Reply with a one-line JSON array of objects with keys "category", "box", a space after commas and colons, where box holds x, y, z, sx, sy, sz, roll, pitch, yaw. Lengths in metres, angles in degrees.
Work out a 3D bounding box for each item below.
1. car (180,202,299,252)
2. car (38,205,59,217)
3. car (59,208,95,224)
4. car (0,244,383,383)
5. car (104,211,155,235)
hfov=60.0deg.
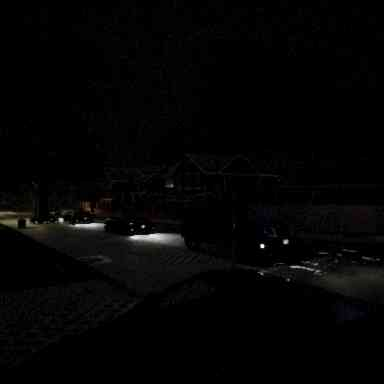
[{"category": "car", "box": [1.658, 1.436, 13.801, 2.150, 2.045, 5.566, 0, -1, -35]}, {"category": "car", "box": [-17.371, 2.336, 40.493, 2.128, 1.511, 4.902, 0, -1, -35]}, {"category": "car", "box": [-10.524, 2.197, 30.844, 1.994, 1.385, 4.181, 0, -1, -36]}, {"category": "car", "box": [0.382, 1.561, 3.232, 4.181, 1.385, 1.994, 0, 0, -36]}, {"category": "car", "box": [-4.186, 1.984, 21.954, 1.994, 1.385, 4.181, 0, -1, -37]}]
